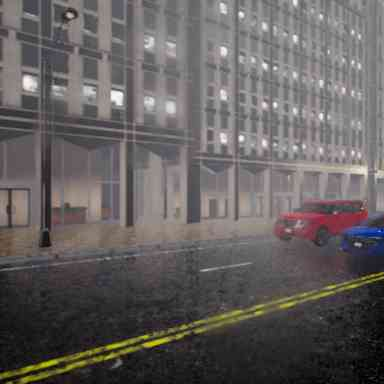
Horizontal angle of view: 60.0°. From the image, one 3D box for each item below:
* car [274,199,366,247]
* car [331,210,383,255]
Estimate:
[{"bbox_3d":[6.502,1.391,16.306,5.566,2.045,2.150,1,0,-35],"label":"car"},{"bbox_3d":[7.985,1.641,13.371,5.008,1.535,1.882,1,0,-35],"label":"car"}]
